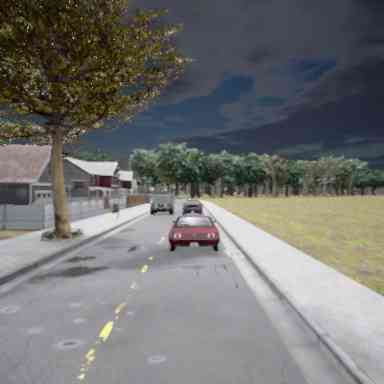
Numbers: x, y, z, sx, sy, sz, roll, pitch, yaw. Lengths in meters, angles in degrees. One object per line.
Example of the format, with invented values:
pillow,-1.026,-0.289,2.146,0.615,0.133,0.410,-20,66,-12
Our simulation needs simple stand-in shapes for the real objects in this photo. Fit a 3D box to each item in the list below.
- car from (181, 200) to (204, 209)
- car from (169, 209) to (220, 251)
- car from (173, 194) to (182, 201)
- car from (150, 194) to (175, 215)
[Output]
car,0.062,1.499,31.750,1.837,1.490,4.892,0,0,0
car,0.084,1.598,14.163,1.895,1.301,4.718,0,0,0
car,-3.130,1.227,74.181,1.895,1.301,4.718,0,0,-2
car,-2.887,1.219,33.528,2.150,2.045,5.566,0,0,0
